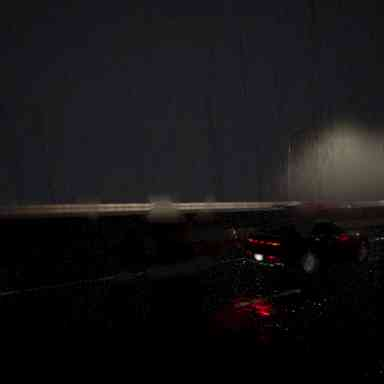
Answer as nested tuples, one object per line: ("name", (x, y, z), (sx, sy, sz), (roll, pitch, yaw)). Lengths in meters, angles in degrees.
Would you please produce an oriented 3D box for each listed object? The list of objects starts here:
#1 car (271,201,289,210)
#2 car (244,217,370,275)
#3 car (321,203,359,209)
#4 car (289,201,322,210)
("car", (10.901, 1.767, 37.219), (4.902, 1.511, 2.128), (1, 0, -34))
("car", (3.851, 1.586, 10.758), (4.892, 1.490, 1.837), (0, 0, -35))
("car", (14.542, 1.836, 31.231), (4.181, 1.385, 1.994), (1, 0, -34))
("car", (12.399, 1.796, 34.003), (4.674, 1.442, 1.812), (1, 0, -34))
